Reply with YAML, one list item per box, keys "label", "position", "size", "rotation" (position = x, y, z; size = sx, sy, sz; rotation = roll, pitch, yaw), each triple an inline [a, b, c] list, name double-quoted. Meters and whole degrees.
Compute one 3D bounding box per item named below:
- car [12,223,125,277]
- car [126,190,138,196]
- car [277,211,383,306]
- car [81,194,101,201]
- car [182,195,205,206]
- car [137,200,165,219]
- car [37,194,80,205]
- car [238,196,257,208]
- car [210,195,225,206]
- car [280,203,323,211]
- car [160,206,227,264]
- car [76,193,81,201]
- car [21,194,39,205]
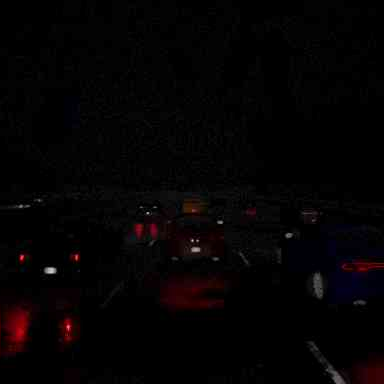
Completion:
- label: "car"
  position: [-3.395, 1.593, 10.213]
  size: [1.895, 1.301, 4.718]
  rotation: [0, 0, 0]
- label: "car"
  position: [-13.955, 0.427, 77.703]
  size: [2.097, 1.767, 4.553]
  rotation: [0, 1, 0]
- label: "car"
  position: [3.504, 1.477, 8.148]
  size: [1.882, 1.535, 5.008]
  rotation: [0, 0, 0]
- label: "car"
  position: [-17.500, 1.064, 58.814]
  size: [1.837, 1.490, 4.892]
  rotation: [0, 1, 1]
- label: "car"
  position: [0.117, 1.351, 30.085]
  size: [1.882, 1.535, 5.008]
  rotation: [0, 1, 0]
- label: "car"
  position: [-3.385, 1.384, 27.841]
  size: [2.128, 1.511, 4.902]
  rotation: [0, 0, 0]
- label: "car"
  position: [-14.074, 1.313, 35.436]
  size: [2.128, 1.511, 4.902]
  rotation: [0, 1, 0]
- label: "car"
  position: [7.119, 1.253, 43.160]
  size: [1.837, 1.490, 4.892]
  rotation: [0, 1, 0]
- label: "car"
  position: [3.527, 1.184, 47.100]
  size: [1.882, 1.535, 5.008]
  rotation: [0, 1, 0]
- label: "car"
  position: [7.031, 1.436, 21.549]
  size: [2.128, 1.511, 4.902]
  rotation: [0, 1, 1]
- label: "car"
  position: [0.107, 1.466, 11.838]
  size: [1.882, 1.535, 5.008]
  rotation: [0, 0, 0]
- label: "car"
  position: [-20.986, 1.013, 60.613]
  size: [1.882, 1.535, 5.008]
  rotation: [0, 1, 1]
- label: "car"
  position: [-24.523, 1.142, 51.361]
  size: [2.128, 1.511, 4.902]
  rotation: [0, 1, 1]
